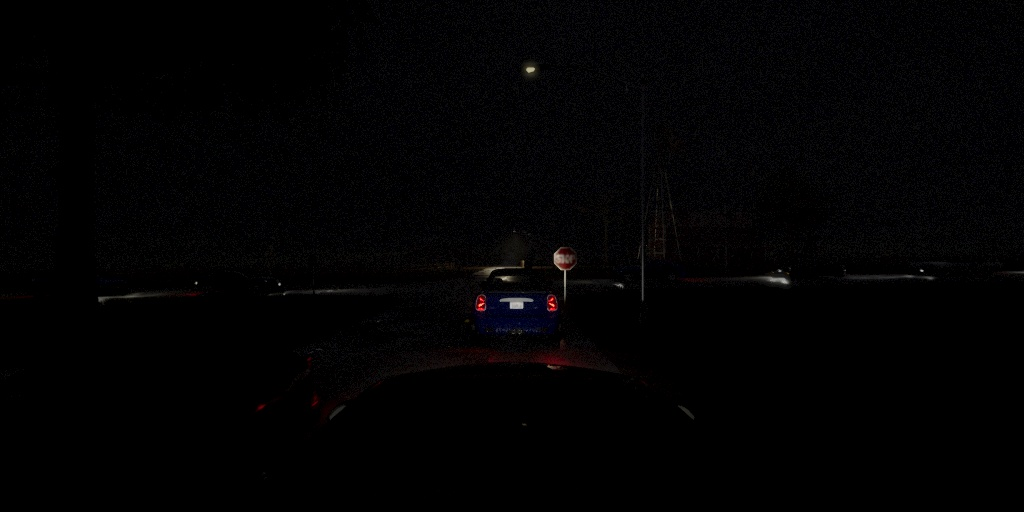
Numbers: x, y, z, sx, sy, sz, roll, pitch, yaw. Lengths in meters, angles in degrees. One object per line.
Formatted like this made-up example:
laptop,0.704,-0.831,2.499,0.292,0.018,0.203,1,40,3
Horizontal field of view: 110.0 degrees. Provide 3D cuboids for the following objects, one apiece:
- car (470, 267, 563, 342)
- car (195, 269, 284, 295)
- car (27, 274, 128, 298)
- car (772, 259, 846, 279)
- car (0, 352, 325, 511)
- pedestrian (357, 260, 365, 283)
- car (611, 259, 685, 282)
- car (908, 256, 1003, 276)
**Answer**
car,0.103,1.104,9.979,2.097,1.767,4.553,0,0,0
car,-17.288,1.586,22.878,4.902,1.511,2.128,-1,1,0
car,-27.698,1.763,22.938,5.008,1.535,1.882,-1,1,0
car,21.144,0.865,25.610,4.181,1.385,1.994,-1,1,0
car,-2.812,1.297,1.267,2.033,1.411,5.357,0,0,0
pedestrian,-12.145,1.215,28.819,0.375,1.860,0.375,0,2,0
car,9.653,1.007,25.671,5.008,1.535,1.882,-1,1,0
car,31.437,0.692,25.551,4.718,1.301,1.895,-1,1,1
